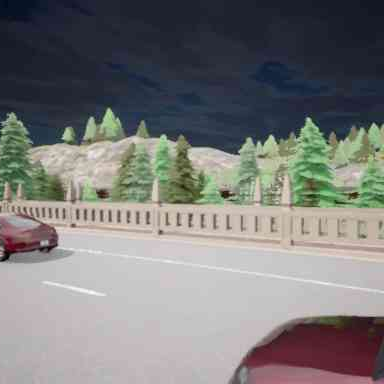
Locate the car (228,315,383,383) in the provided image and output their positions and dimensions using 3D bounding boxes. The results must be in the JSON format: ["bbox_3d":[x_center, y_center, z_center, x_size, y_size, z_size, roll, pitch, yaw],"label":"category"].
[{"bbox_3d":[2.285,1.548,2.202,4.181,1.385,1.994,0,0,36],"label":"car"}]

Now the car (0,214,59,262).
[{"bbox_3d":[-6.842,1.509,11.968,4.674,1.442,1.812,0,0,28],"label":"car"}]
